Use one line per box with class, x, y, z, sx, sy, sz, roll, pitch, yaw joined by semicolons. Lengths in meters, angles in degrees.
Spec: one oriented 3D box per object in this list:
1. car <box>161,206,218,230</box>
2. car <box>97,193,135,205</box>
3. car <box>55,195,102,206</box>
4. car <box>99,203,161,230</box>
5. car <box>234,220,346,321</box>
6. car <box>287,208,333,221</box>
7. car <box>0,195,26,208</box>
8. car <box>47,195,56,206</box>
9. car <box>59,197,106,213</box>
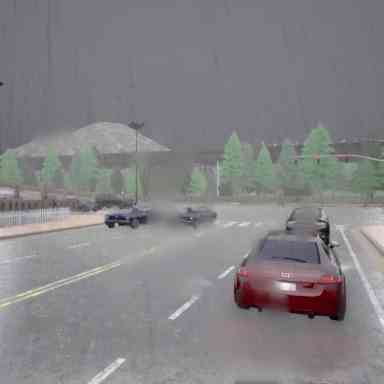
car;0.096;1.600;21.388;1.895;1.301;4.718;0;0;22
car;-10.266;1.216;44.029;5.566;2.045;2.150;0;0;20
car;-14.207;1.497;41.737;4.892;1.490;1.837;0;0;20
car;-3.614;1.601;21.549;1.895;1.301;4.718;0;0;22
car;2.288;1.564;7.492;1.994;1.385;4.181;0;0;21
car;5.537;1.491;15.787;2.128;1.511;4.902;0;0;22
car;-20.876;1.444;40.416;4.902;1.511;2.128;1;0;20
car;-19.323;1.286;47.301;4.553;1.767;2.097;1;0;20
car;-12.321;1.562;37.333;4.181;1.385;1.994;0;0;20
